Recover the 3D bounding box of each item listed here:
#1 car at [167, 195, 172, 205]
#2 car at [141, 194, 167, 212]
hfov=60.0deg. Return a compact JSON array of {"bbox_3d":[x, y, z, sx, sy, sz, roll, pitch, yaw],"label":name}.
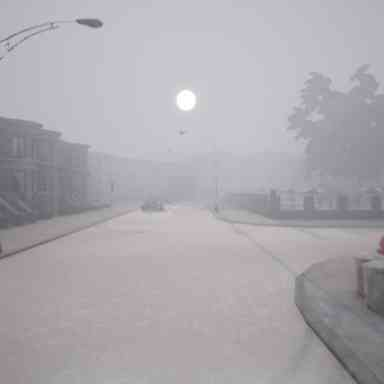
[{"bbox_3d":[-4.141,1.144,51.258,1.837,1.490,4.892,0,0,0],"label":"car"},{"bbox_3d":[-4.117,1.105,35.309,2.097,1.767,4.553,0,0,0],"label":"car"}]
